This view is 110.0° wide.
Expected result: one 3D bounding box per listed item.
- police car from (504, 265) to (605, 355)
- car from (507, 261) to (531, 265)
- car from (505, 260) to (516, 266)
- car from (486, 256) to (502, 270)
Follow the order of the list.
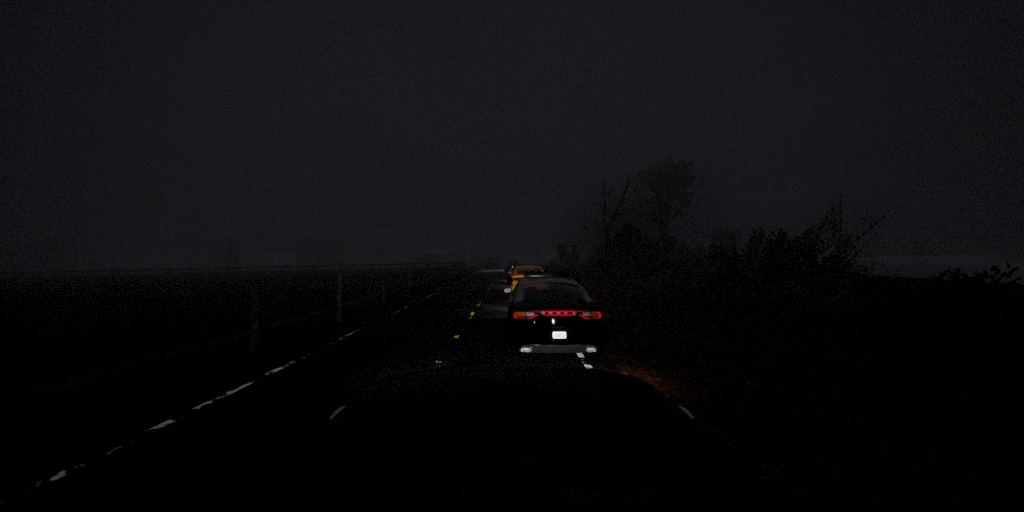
[{"bbox_3d":[0.830,1.174,8.839,1.930,1.638,5.238,0,0,0],"label":"police car"},{"bbox_3d":[0.836,1.228,18.729,1.882,1.535,5.008,0,0,0],"label":"car"},{"bbox_3d":[0.073,1.335,46.627,1.994,1.385,4.181,0,0,0],"label":"car"},{"bbox_3d":[-2.716,1.004,54.022,2.150,2.045,5.566,0,0,0],"label":"car"}]
